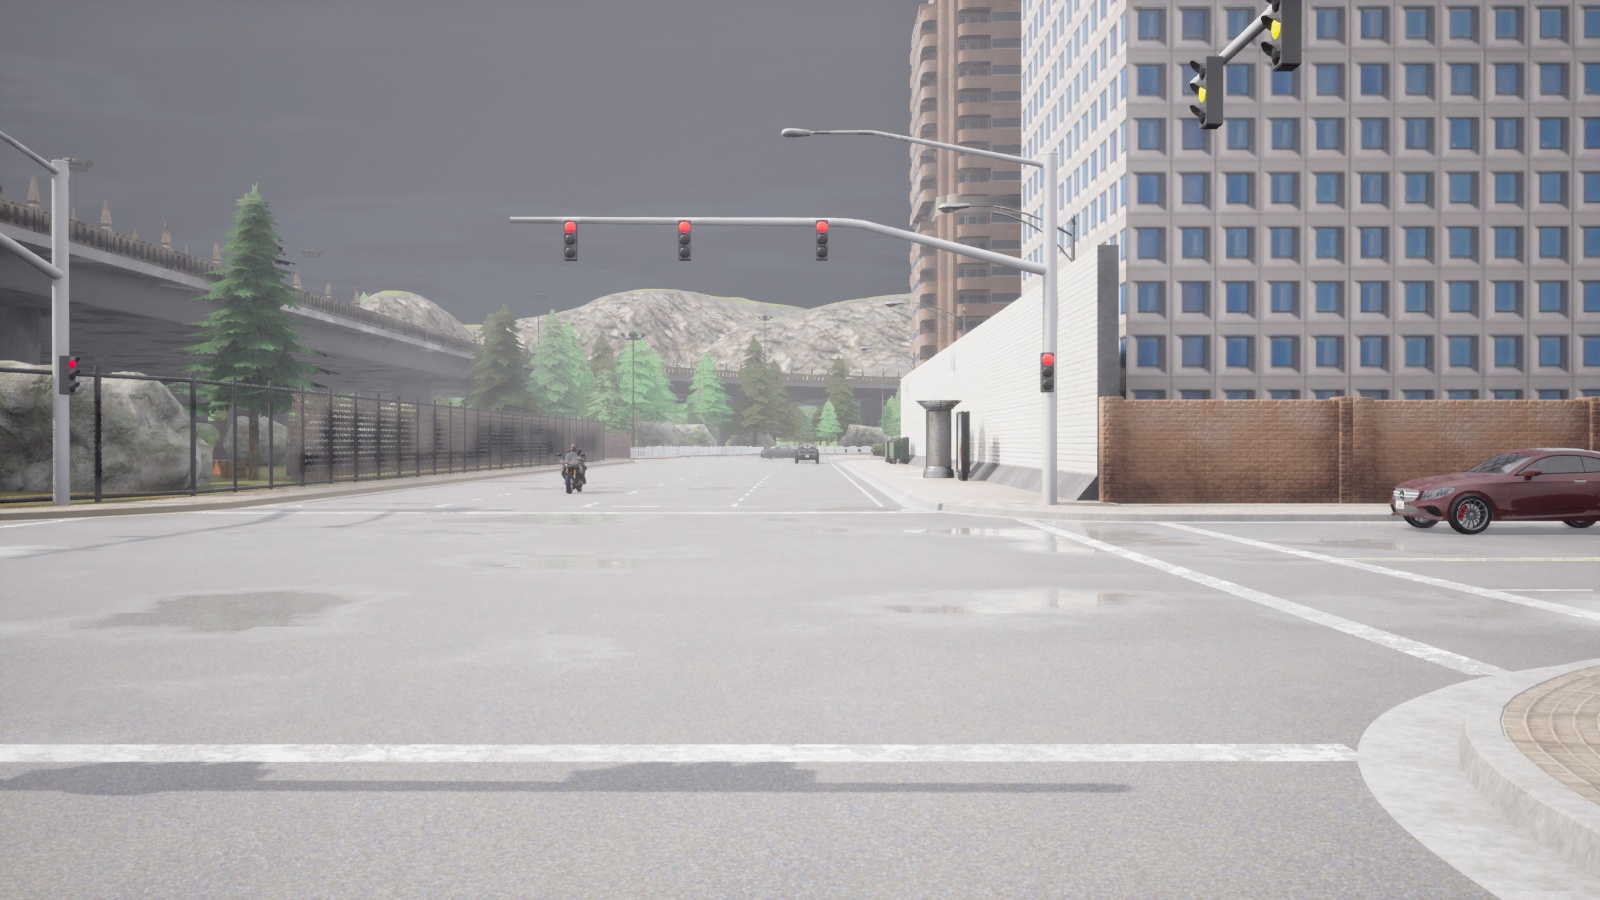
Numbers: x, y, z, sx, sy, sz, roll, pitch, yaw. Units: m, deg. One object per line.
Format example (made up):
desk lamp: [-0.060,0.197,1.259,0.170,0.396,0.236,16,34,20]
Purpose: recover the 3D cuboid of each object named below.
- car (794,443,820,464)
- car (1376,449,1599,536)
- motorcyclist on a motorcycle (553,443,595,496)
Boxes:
car: [0.512,0.246,91.154,1.816,1.474,4.193,0,0,0]
car: [12.785,0.714,21.879,4.674,1.442,1.812,0,0,0]
motorcyclist on a motorcycle: [-6.779,0.563,37.779,0.866,1.530,2.191,0,0,0]
